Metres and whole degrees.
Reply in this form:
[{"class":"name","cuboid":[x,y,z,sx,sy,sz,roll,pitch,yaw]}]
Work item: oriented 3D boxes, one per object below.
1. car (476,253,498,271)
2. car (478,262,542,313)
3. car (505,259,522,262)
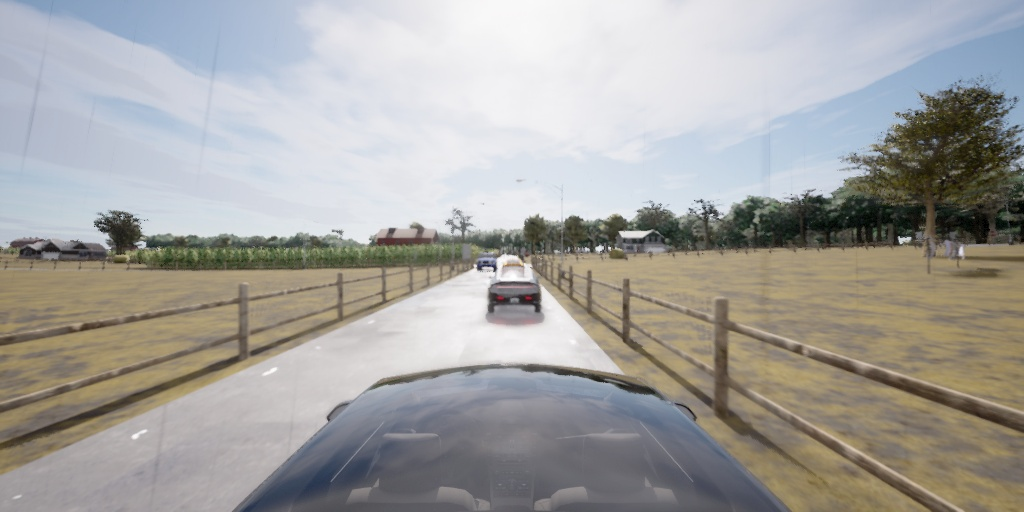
[{"class":"car","cuboid":[-2.796,0.636,41.348,2.150,2.045,5.566,0,0,0]},{"class":"car","cuboid":[0.096,1.159,13.578,2.128,1.511,4.902,0,0,0]},{"class":"car","cuboid":[0.107,0.980,32.235,1.882,1.535,5.008,0,1,0]}]
